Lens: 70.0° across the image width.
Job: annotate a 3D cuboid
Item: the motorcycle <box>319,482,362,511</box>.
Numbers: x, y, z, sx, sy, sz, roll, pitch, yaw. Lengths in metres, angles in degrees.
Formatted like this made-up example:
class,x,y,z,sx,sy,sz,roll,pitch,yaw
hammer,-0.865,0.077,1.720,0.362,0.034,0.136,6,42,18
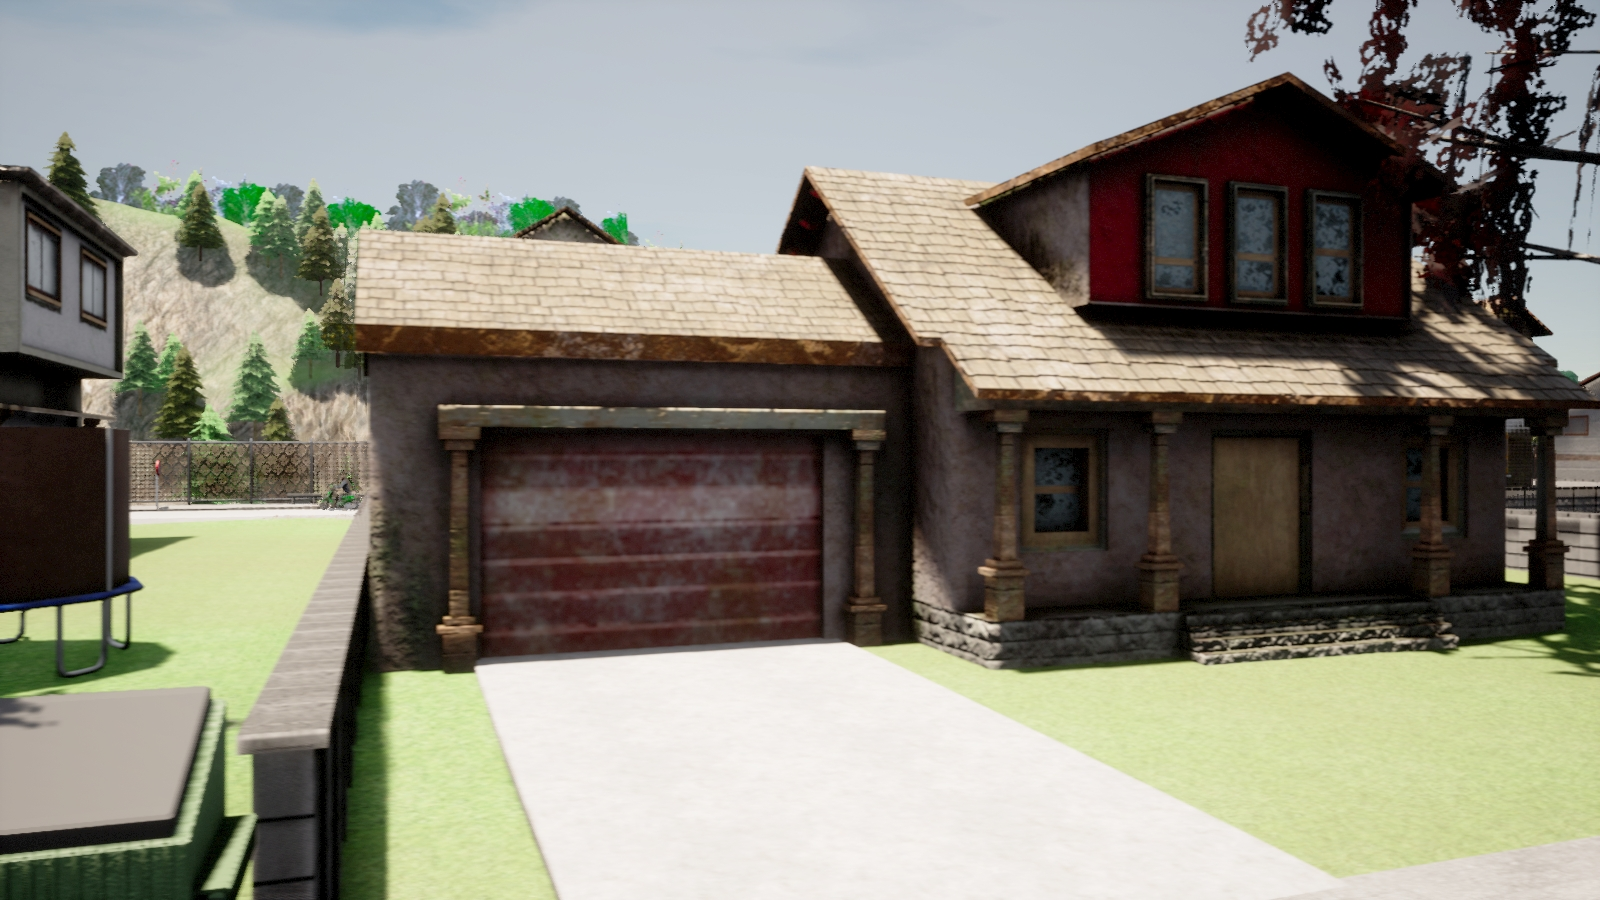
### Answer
class,x,y,z,sx,sy,sz,roll,pitch,yaw
motorcycle,-21.308,2.142,53.031,1.805,1.316,0.856,0,0,-20
